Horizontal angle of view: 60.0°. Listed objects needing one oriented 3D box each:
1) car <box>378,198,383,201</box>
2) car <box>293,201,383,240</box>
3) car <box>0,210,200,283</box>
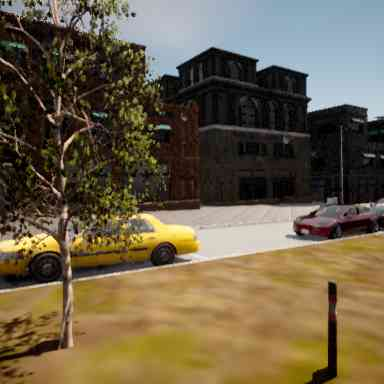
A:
[{"bbox_3d":[11.362,1.101,18.754,4.553,1.767,2.185,0,0,-33],"label":"car"},{"bbox_3d":[6.817,1.297,15.476,4.792,1.488,2.163,0,1,-33],"label":"car"},{"bbox_3d":[-2.326,1.257,8.925,5.366,1.575,1.946,1,0,-33],"label":"car"}]
